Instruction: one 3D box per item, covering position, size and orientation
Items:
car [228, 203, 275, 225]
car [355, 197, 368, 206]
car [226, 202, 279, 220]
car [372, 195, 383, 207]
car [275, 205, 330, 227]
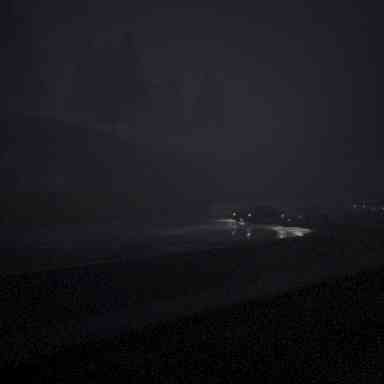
[{"bbox_3d":[5.323,1.766,26.250,4.718,1.301,1.895,0,-1,-42],"label":"car"},{"bbox_3d":[32.215,1.795,63.123,1.837,1.490,4.892,0,0,33],"label":"car"},{"bbox_3d":[5.802,1.747,31.422,5.357,1.411,2.033,0,-1,-43],"label":"car"},{"bbox_3d":[32.520,1.497,57.227,2.150,2.045,5.566,0,0,34],"label":"car"},{"bbox_3d":[8.368,1.667,24.300,4.674,1.442,1.812,0,-1,-42],"label":"car"}]
